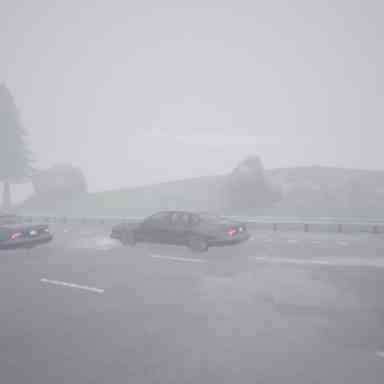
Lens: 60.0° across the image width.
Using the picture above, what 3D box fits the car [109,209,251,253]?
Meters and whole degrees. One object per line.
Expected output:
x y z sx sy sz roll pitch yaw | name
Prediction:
-0.562 1.349 12.540 5.357 1.411 2.033 0 1 28 | car

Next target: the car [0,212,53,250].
-7.745 1.461 12.319 5.357 1.411 2.033 0 1 22 | car
